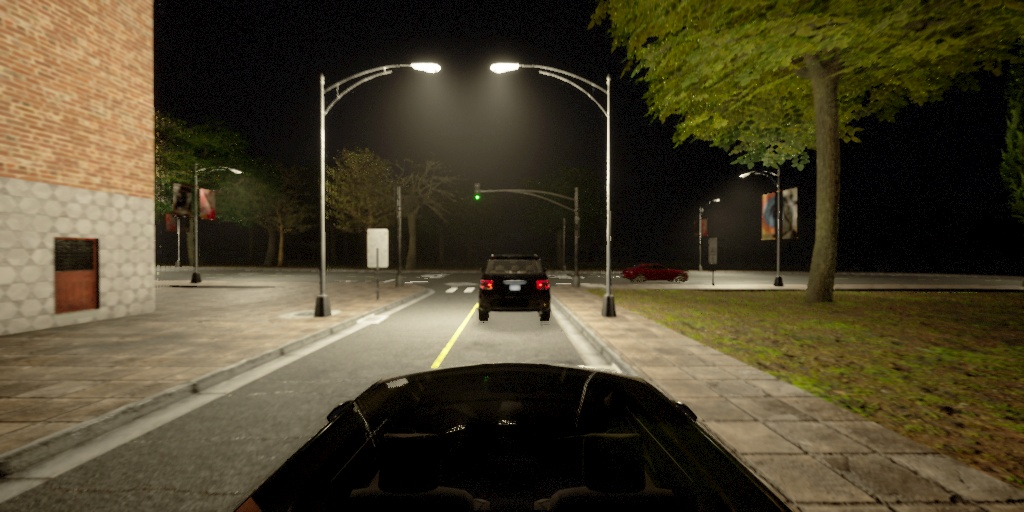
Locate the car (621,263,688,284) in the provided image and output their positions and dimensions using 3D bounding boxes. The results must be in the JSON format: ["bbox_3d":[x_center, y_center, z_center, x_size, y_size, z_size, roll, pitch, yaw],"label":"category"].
[{"bbox_3d":[10.525,1.256,26.534,4.674,1.442,1.812,0,0,0],"label":"car"}]

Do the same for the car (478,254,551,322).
[{"bbox_3d":[0.059,0.975,12.438,2.150,2.045,5.566,0,0,0],"label":"car"}]
